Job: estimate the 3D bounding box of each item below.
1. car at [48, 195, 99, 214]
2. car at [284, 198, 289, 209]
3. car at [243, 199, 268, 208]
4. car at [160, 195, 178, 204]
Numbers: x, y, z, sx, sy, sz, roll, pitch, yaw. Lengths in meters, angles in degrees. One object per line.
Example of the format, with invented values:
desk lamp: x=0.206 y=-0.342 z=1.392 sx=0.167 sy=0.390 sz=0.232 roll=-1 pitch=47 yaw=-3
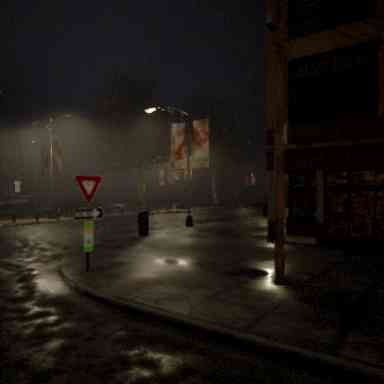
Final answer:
car: x=-13.056 y=1.313 z=37.122 sx=2.150 sy=2.045 sz=5.566 roll=0 pitch=0 yaw=36
car: x=13.523 y=1.569 z=47.040 sx=4.674 sy=1.442 sz=1.812 roll=0 pitch=0 yaw=-42
car: x=9.248 y=1.656 z=47.927 sx=1.895 sy=1.301 sz=4.718 roll=0 pitch=0 yaw=36
car: x=-3.481 y=1.243 z=50.012 sx=1.837 sy=1.490 sz=4.892 roll=0 pitch=0 yaw=36
